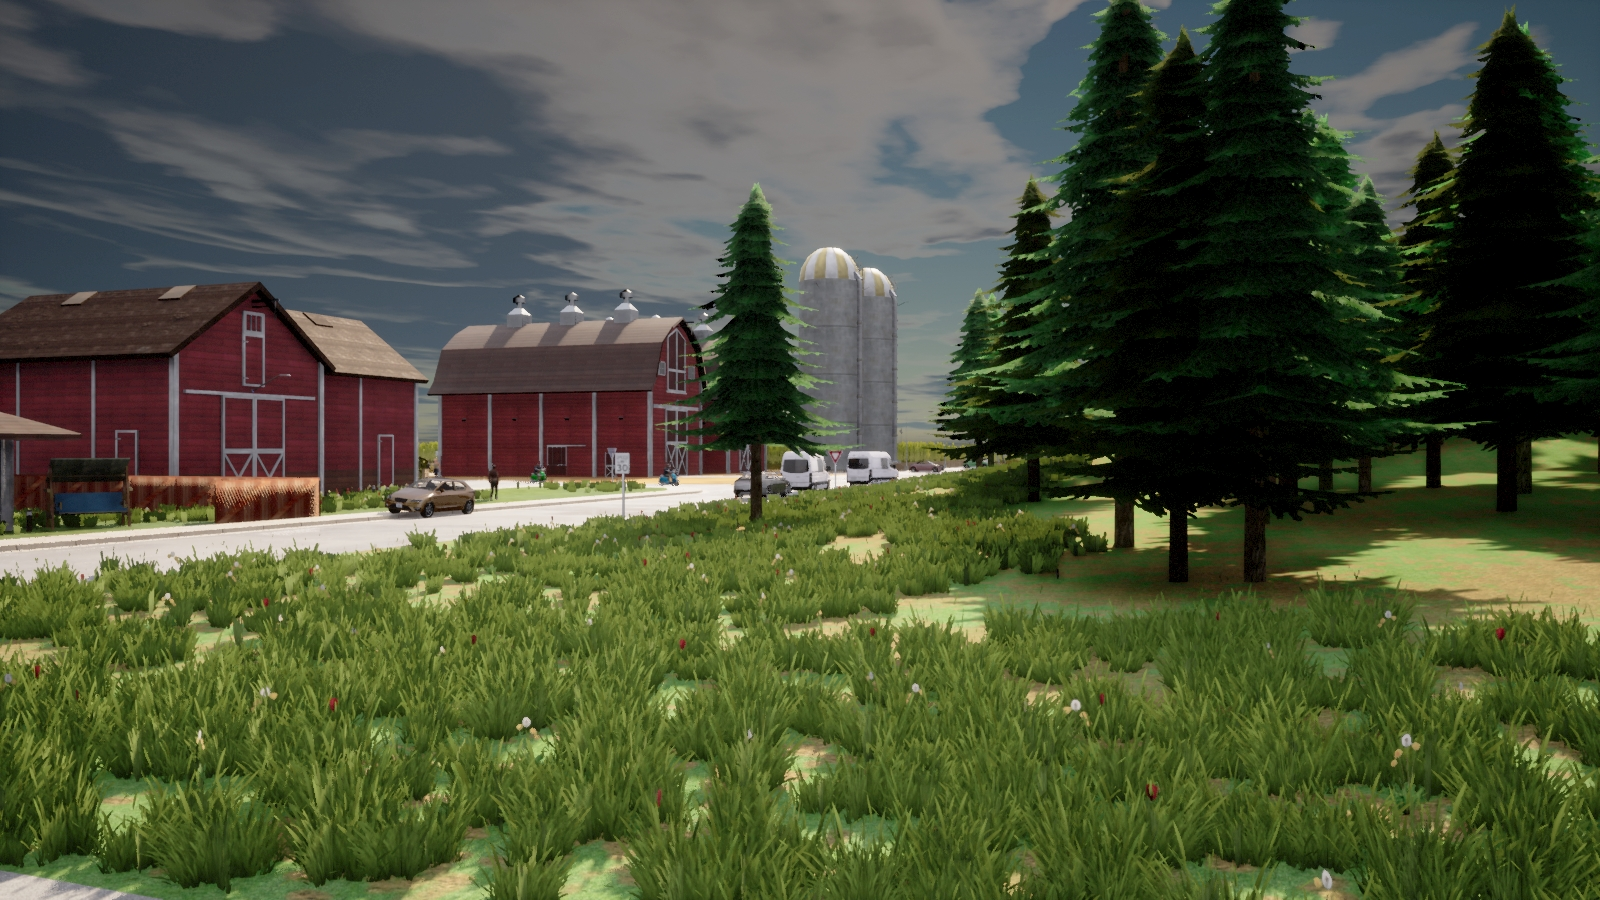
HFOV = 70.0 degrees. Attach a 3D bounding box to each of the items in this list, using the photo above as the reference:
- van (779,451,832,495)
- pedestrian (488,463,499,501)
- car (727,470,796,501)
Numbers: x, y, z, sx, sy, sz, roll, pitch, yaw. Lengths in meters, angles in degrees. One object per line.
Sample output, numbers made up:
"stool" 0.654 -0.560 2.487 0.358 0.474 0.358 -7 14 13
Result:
"van" 0.415 1.382 70.616 1.988 2.561 5.915 0 0 13
"pedestrian" -14.964 1.547 55.763 0.375 1.860 0.375 0 0 5
"car" -2.041 1.908 62.731 2.128 1.511 4.902 0 0 20
